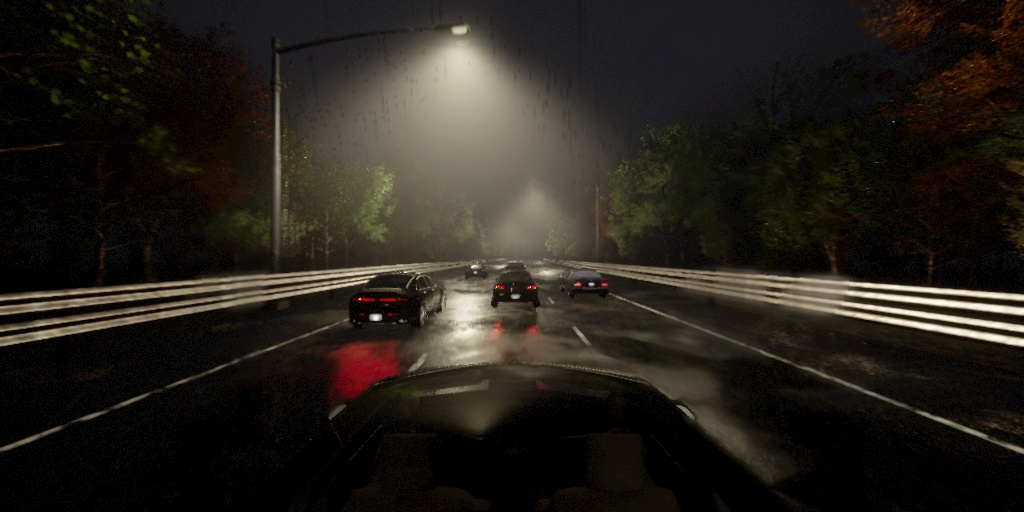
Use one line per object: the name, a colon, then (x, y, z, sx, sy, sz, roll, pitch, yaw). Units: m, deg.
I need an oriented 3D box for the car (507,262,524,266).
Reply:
car: (0.343, 1.325, 34.639, 1.882, 1.535, 5.008, 0, 0, 1)

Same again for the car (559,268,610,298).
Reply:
car: (3.659, 1.354, 18.913, 2.033, 1.411, 5.357, 0, 0, 0)

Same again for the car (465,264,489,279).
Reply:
car: (-3.171, 1.405, 33.444, 1.994, 1.385, 4.181, 0, 0, 1)

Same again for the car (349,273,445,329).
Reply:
car: (-3.380, 1.284, 11.353, 1.837, 1.490, 4.892, 0, 0, 0)

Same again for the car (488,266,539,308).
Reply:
car: (0.143, 1.320, 15.460, 1.812, 1.442, 4.674, 0, 0, 0)
